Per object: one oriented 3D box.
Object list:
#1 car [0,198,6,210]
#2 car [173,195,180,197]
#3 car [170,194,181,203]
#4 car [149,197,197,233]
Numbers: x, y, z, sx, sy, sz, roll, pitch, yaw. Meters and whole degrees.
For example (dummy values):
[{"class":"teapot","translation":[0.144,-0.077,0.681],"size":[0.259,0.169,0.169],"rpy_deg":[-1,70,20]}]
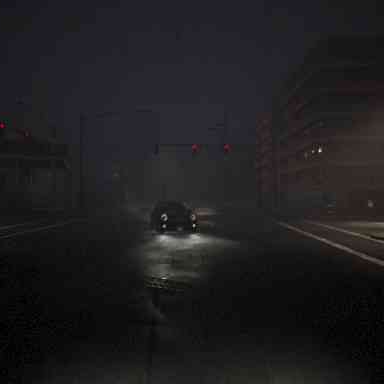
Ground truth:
[{"class":"car","translation":[-24.023,1.456,38.959],"size":[3.806,1.475,1.970],"rpy_deg":[0,0,1]},{"class":"car","translation":[-3.295,1.564,53.319],"size":[1.994,1.385,4.181],"rpy_deg":[0,0,0]},{"class":"car","translation":[-3.339,1.342,69.252],"size":[2.097,1.767,4.553],"rpy_deg":[0,0,0]},{"class":"car","translation":[-1.213,1.352,19.679],"size":[2.097,1.767,4.553],"rpy_deg":[0,0,-15]}]
